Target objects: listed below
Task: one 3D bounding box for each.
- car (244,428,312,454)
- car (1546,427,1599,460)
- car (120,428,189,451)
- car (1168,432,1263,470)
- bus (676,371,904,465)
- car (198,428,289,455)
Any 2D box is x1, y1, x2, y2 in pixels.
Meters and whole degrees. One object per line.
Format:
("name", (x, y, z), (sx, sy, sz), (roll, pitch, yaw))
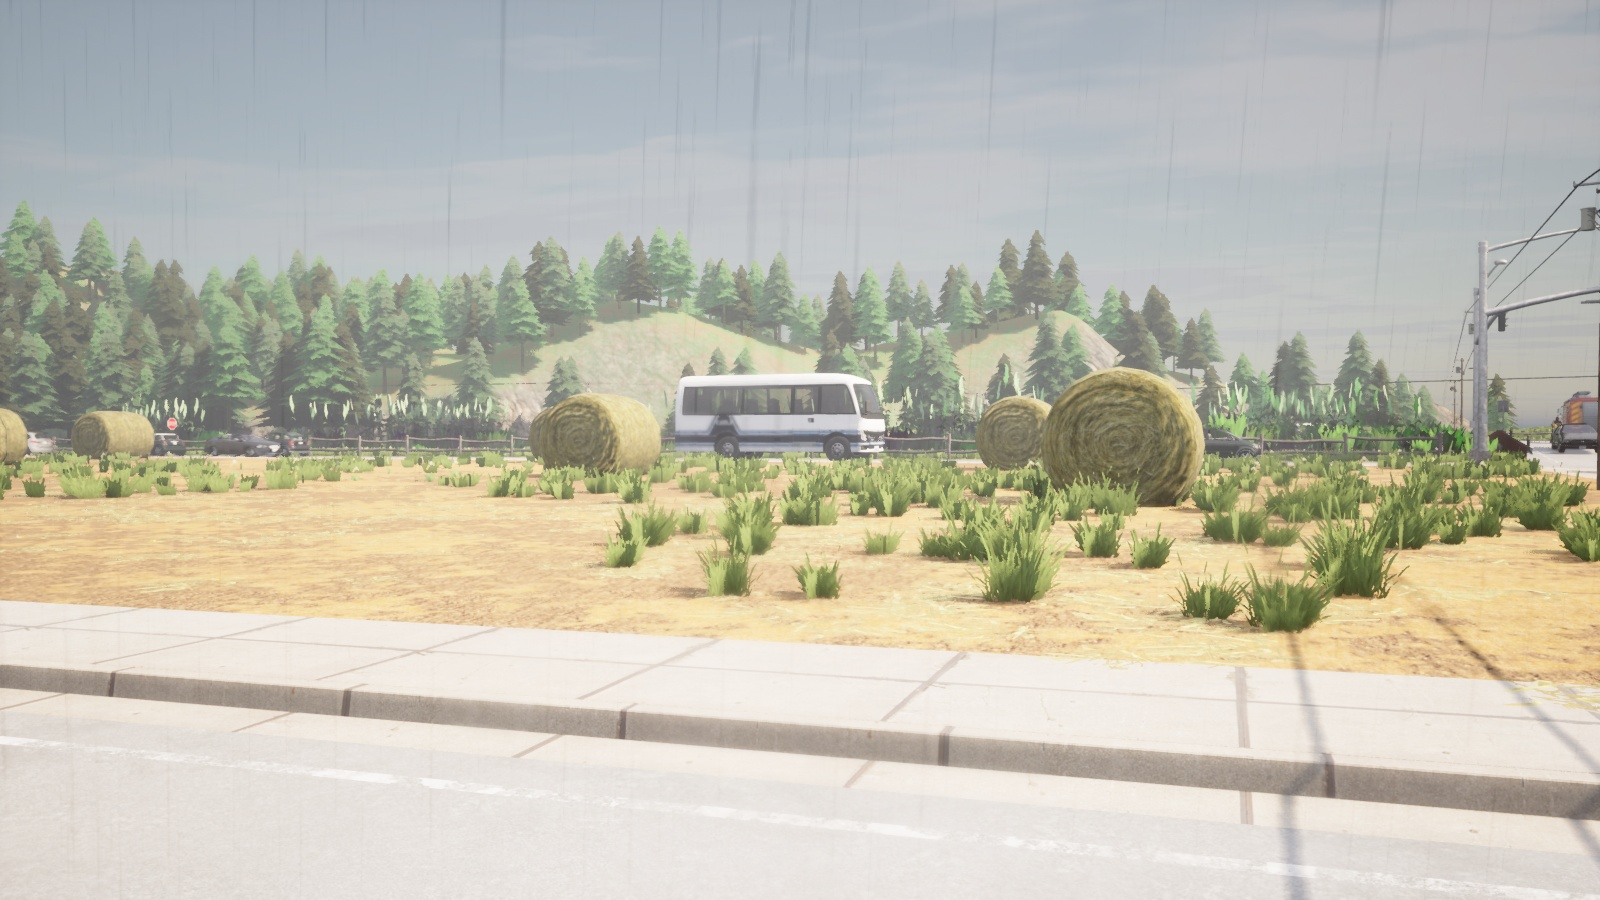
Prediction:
("car", (-32.183, -0.564, 77.442), (3.705, 1.549, 1.789), (1, 1, 22))
("car", (39.484, -0.369, 63.938), (2.033, 1.411, 5.357), (1, 4, 25))
("car", (-41.862, -0.677, 81.437), (3.806, 1.475, 1.970), (1, 1, 22))
("car", (17.590, 0.013, 53.122), (3.705, 1.549, 1.789), (1, 1, 23))
("bus", (-0.484, -1.530, 60.558), (10.273, 4.253, 3.944), (1, 1, 22))
("car", (-32.732, -0.531, 73.883), (4.902, 1.511, 2.128), (1, 1, 22))
